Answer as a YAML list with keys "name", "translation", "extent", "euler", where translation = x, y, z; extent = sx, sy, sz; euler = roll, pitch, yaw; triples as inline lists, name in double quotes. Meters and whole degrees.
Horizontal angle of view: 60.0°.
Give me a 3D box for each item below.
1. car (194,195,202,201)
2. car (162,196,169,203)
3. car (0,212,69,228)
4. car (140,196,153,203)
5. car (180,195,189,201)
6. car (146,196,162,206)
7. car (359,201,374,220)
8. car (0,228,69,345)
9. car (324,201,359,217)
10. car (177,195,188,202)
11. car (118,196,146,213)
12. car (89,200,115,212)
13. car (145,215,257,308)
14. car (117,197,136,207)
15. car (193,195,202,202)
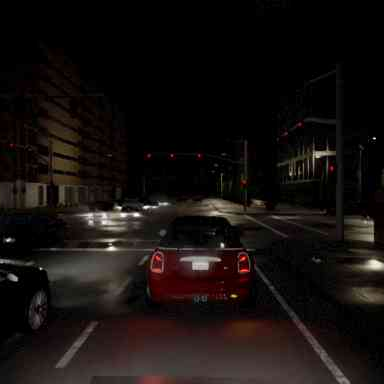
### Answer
- name: "car"
  translation: [1.547, 1.451, 83.984]
  extent: [1.882, 1.535, 5.008]
  euler: [0, 0, 2]
- name: "car"
  translation: [-5.911, 1.493, 68.797]
  extent: [2.128, 1.511, 4.902]
  euler: [0, 0, 2]
- name: "car"
  translation: [-6.898, 1.549, 13.872]
  extent: [2.033, 1.411, 5.357]
  euler: [0, 0, 1]
- name: "car"
  translation: [-9.416, 1.579, 68.630]
  extent: [1.895, 1.301, 4.718]
  euler: [0, 0, 2]
- name: "car"
  translation: [-1.956, 1.513, 83.937]
  extent: [2.033, 1.411, 5.357]
  euler: [0, 0, 2]
- name: "car"
  translation: [-6.477, 1.547, 52.685]
  extent: [1.994, 1.385, 4.181]
  euler: [0, 0, 2]
- name: "car"
  translation: [16.693, 1.594, 26.473]
  extent: [5.357, 1.411, 2.033]
  euler: [0, 0, 1]
- name: "car"
  translation: [-3.396, 1.490, 3.880]
  extent: [2.128, 1.511, 4.902]
  euler: [0, 0, 1]
- name: "car"
  translation: [14.506, 1.537, 30.020]
  extent: [4.902, 1.511, 2.128]
  euler: [0, 0, 1]
- name: "car"
  translation: [-2.253, 1.500, 73.850]
  extent: [2.128, 1.511, 4.902]
  euler: [0, 0, 2]
- name: "car"
  translation: [-6.730, 1.518, 37.635]
  extent: [1.812, 1.442, 4.674]
  euler: [0, 0, 1]
- name: "car"
  translation: [-10.230, 1.591, 37.961]
  extent: [1.895, 1.301, 4.718]
  euler: [0, 0, 1]
- name: "car"
  translation: [0.220, 1.349, 8.109]
  extent: [2.097, 1.767, 4.553]
  euler: [0, 0, 2]
- name: "car"
  translation: [-10.012, 1.546, 51.386]
  extent: [1.994, 1.385, 4.181]
  euler: [0, 0, 2]
- name: "car"
  translation: [1.246, 1.454, 73.829]
  extent: [1.882, 1.535, 5.008]
  euler: [0, 0, 2]
